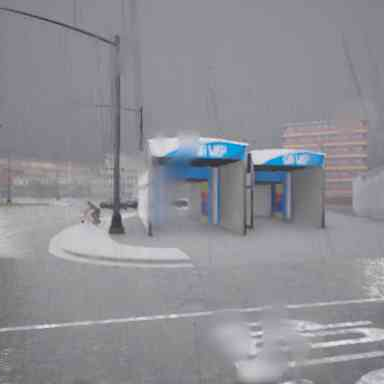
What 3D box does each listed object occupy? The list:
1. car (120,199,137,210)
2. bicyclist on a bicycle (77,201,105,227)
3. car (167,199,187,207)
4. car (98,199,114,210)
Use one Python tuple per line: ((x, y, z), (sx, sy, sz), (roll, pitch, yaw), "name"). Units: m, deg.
((-7.669, 1.688, 46.134), (1.837, 1.490, 4.892), (0, 0, 24), "car")
((-6.200, 1.368, 20.484), (1.656, 1.620, 0.582), (0, 0, -10), "bicyclist on a bicycle")
((-2.668, 1.816, 56.714), (1.994, 1.385, 4.181), (0, 0, 39), "car")
((-11.202, 1.731, 46.799), (1.994, 1.385, 4.181), (0, 0, 24), "car")
